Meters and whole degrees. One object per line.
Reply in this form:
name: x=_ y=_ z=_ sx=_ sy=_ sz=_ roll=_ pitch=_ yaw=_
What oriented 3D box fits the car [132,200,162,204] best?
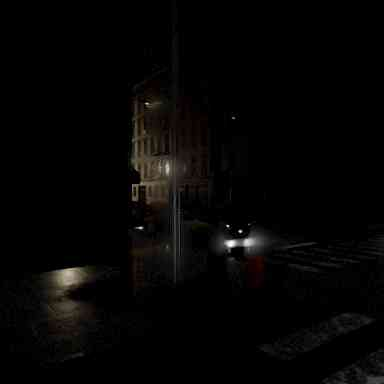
car: x=-4.771 y=1.517 z=26.755 sx=2.128 sy=1.511 sz=4.902 roll=0 pitch=0 yaw=-35

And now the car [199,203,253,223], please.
car: x=2.565 y=1.578 z=25.910 sx=1.802 sy=1.307 sz=4.206 roll=0 pitch=0 yaw=-35

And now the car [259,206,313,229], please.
car: x=5.704 y=1.558 z=21.500 sx=1.947 sy=1.339 sz=4.313 roll=0 pitch=0 yaw=-35

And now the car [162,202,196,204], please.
car: x=-0.573 y=1.566 z=30.319 sx=1.947 sy=1.339 sz=4.313 roll=0 pitch=0 yaw=-35

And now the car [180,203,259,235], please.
car: x=0.984 y=1.566 z=18.713 sx=2.033 sy=1.411 sz=5.357 roll=0 pitch=0 yaw=-32

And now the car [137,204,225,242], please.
car: x=-0.741 y=1.555 z=16.715 sx=1.752 sy=1.417 sz=4.829 roll=0 pitch=0 yaw=-35

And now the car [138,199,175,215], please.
car: x=-3.811 y=1.529 z=34.867 sx=1.752 sy=1.417 sz=4.829 roll=0 pitch=0 yaw=-35

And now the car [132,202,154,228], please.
car: x=-3.978 y=1.585 z=21.264 sx=2.008 sy=1.369 sz=4.403 roll=0 pitch=0 yaw=-35
